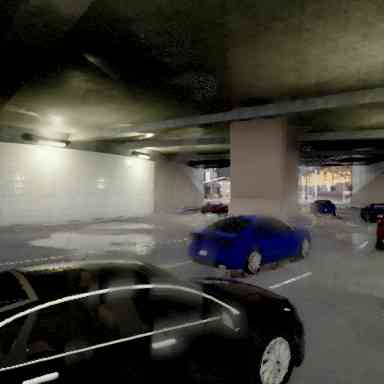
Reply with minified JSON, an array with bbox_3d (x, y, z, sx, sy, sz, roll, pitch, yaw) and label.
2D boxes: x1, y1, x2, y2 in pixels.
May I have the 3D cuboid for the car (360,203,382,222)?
[{"bbox_3d":[14.632,1.565,26.216,1.994,1.385,4.181,0,0,18],"label":"car"}]

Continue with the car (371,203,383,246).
[{"bbox_3d":[9.329,1.478,14.651,1.882,1.535,5.008,0,0,34],"label":"car"}]

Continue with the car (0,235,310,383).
[{"bbox_3d":[-0.795,1.504,3.501,4.892,1.490,1.837,0,0,-37],"label":"car"}]

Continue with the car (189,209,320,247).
[{"bbox_3d":[2.023,1.477,10.632,1.882,1.535,5.008,0,0,44],"label":"car"}]

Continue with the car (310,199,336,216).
[{"bbox_3d":[12.892,1.477,32.945,1.882,1.535,5.008,0,0,14],"label":"car"}]

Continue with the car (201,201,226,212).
[{"bbox_3d":[2.188,1.601,33.575,1.895,1.301,4.718,0,0,13],"label":"car"}]
